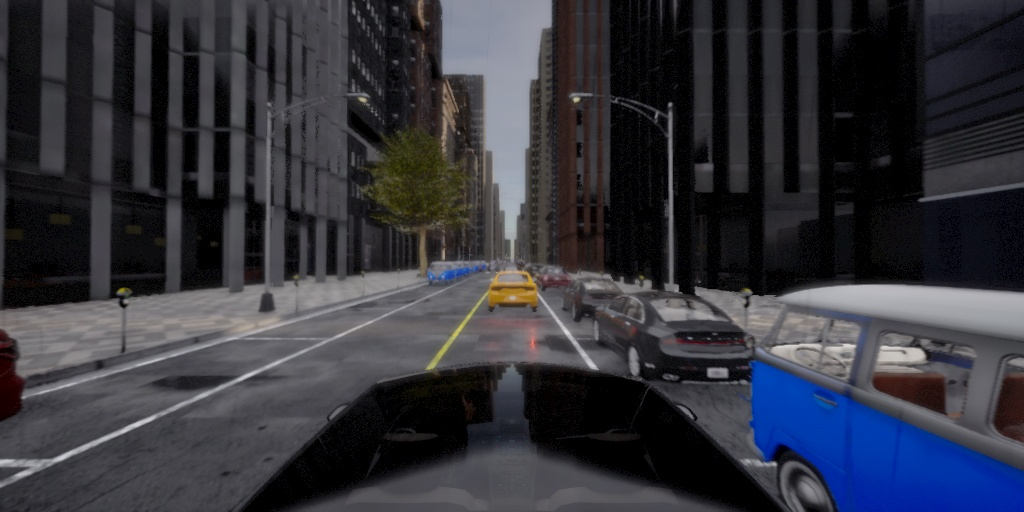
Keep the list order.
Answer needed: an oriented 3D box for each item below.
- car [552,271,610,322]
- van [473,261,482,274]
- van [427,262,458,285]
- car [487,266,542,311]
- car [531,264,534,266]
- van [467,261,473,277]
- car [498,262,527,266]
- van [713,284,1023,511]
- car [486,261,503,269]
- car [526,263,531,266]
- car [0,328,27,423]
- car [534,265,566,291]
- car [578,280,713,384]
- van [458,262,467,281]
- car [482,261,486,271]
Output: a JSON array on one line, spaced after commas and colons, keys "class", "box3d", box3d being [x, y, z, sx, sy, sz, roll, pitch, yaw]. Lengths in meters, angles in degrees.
[{"class": "car", "box3d": [2.763, 1.419, 12.618, 2.007, 1.370, 4.403, 0, 0, 0]}, {"class": "van", "box3d": [-5.763, 1.649, 51.939, 1.690, 1.789, 3.998, 0, 0, 0]}, {"class": "van", "box3d": [-5.762, 1.395, 29.467, 1.690, 1.789, 3.998, 0, 0, 0]}, {"class": "car", "box3d": [0.052, 1.377, 15.390, 1.882, 1.535, 5.008, 0, 0, 0]}, {"class": "car", "box3d": [2.763, 1.580, 29.643, 1.751, 1.417, 4.829, 0, 0, 0]}, {"class": "van", "box3d": [-5.762, 1.521, 40.703, 1.690, 1.789, 3.998, 0, 0, 0]}, {"class": "car", "box3d": [0.051, 1.542, 30.388, 1.882, 1.535, 5.008, 0, 0, 1]}, {"class": "van", "box3d": [2.763, 1.087, 1.381, 1.690, 1.789, 3.998, 0, 0, 0]}, {"class": "car", "box3d": [-3.062, 1.876, 58.593, 2.128, 1.511, 4.902, 0, -1, 0]}, {"class": "car", "box3d": [2.763, 1.747, 40.710, 1.948, 1.339, 4.313, 0, 0, 0]}, {"class": "car", "box3d": [-5.762, 1.061, 1.377, 2.192, 1.841, 5.009, 0, 0, 0]}, {"class": "car", "box3d": [2.763, 1.432, 23.854, 1.967, 1.591, 4.097, 0, 0, 0]}, {"class": "car", "box3d": [2.763, 1.358, 6.999, 2.007, 1.370, 4.403, 0, 0, 0]}, {"class": "van", "box3d": [-5.763, 1.458, 35.085, 1.690, 1.789, 3.998, 0, 0, 0]}, {"class": "car", "box3d": [-5.763, 1.917, 57.556, 1.888, 1.381, 4.507, 0, 0, 0]}]
